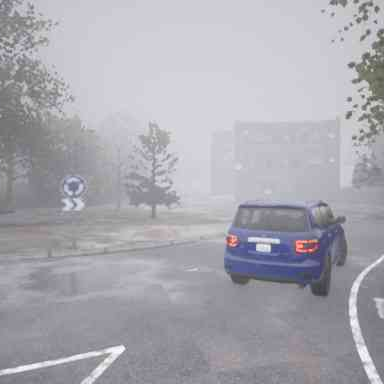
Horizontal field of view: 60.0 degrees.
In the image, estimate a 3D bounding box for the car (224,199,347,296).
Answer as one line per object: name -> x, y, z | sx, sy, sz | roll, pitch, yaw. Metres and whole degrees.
car -> 2.760, 1.210, 9.007 | 2.150, 2.045, 5.566 | 0, 0, 30
